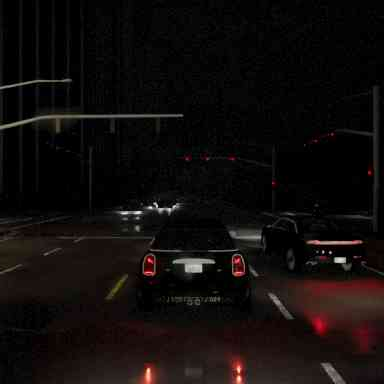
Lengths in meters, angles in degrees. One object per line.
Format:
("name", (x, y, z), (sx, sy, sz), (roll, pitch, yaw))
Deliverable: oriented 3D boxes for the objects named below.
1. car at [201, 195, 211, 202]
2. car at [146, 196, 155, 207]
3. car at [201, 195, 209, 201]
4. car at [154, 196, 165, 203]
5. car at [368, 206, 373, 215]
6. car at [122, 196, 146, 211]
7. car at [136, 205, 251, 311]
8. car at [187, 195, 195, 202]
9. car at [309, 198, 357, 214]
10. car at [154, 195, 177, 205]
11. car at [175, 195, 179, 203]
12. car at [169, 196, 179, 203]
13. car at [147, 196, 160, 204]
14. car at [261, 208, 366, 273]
("car", (3.353, 1.500, 77.829), (1.837, 1.490, 4.892), (0, 0, 0))
("car", (-7.190, 1.352, 51.932), (2.097, 1.767, 4.553), (0, 0, 0))
("car", (3.334, 1.477, 87.928), (1.882, 1.535, 5.008), (0, 0, 0))
("car", (-7.138, 1.594, 72.926), (1.895, 1.301, 4.718), (0, 0, 0))
("car", (19.117, 1.560, 31.129), (4.892, 1.490, 1.837), (0, 0, 0))
("car", (-7.175, 1.538, 40.621), (1.812, 1.442, 4.674), (0, 0, 0))
("car", (0.042, 1.352, 7.931), (2.097, 1.767, 4.553), (0, 0, 0))
("car", (-0.147, 1.478, 77.845), (1.882, 1.535, 5.008), (0, 0, 0))
("car", (14.606, 1.407, 34.682), (4.553, 1.767, 2.097), (0, 0, 2))
("car", (-3.684, 1.547, 46.938), (2.033, 1.411, 5.357), (0, 0, 0))
("car", (-3.689, 1.492, 58.122), (2.128, 1.511, 4.902), (0, 0, 0))
("car", (-3.631, 1.502, 69.247), (1.837, 1.490, 4.892), (0, 0, 0))
("car", (-7.178, 1.525, 62.806), (1.812, 1.442, 4.674), (0, 0, 0))
("car", (3.599, 1.491, 10.741), (2.128, 1.511, 4.902), (0, 0, -3))
